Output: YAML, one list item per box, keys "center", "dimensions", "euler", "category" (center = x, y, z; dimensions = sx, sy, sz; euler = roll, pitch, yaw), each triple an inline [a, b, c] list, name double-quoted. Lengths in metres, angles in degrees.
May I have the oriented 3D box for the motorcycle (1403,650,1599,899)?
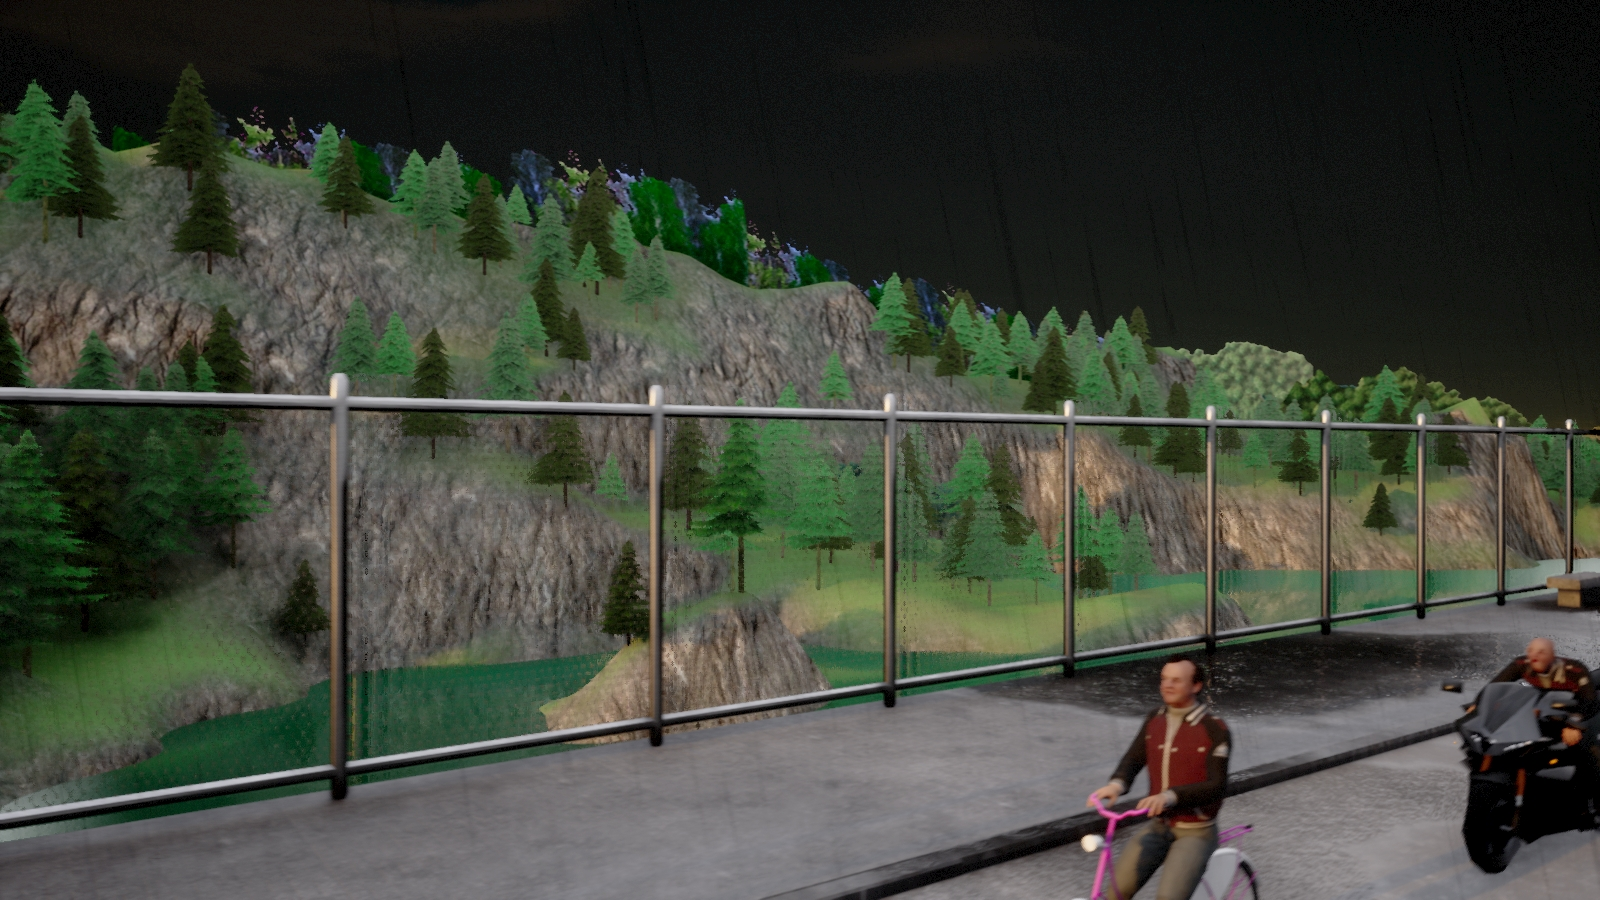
- center: [5.273, 2.212, 8.090]
  dimensions: [2.209, 1.251, 0.867]
  euler: [0, 0, -35]
  category: "motorcycle"

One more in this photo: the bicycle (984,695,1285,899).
- center: [1.676, 2.064, 5.553]
  dimensions: [1.835, 1.471, 0.329]
  euler: [0, 0, -35]
  category: "bicycle"
